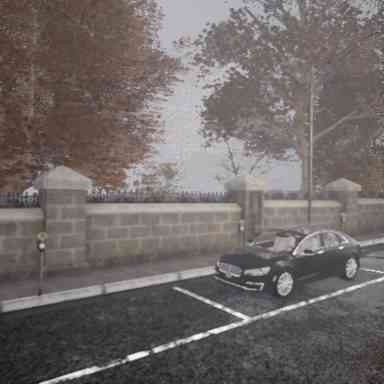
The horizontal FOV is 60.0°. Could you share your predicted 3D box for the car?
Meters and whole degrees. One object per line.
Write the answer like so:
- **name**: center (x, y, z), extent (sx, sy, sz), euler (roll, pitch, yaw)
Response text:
- **car**: center (2.565, 1.556, 8.378), extent (4.403, 1.369, 2.008), euler (0, 1, -36)
